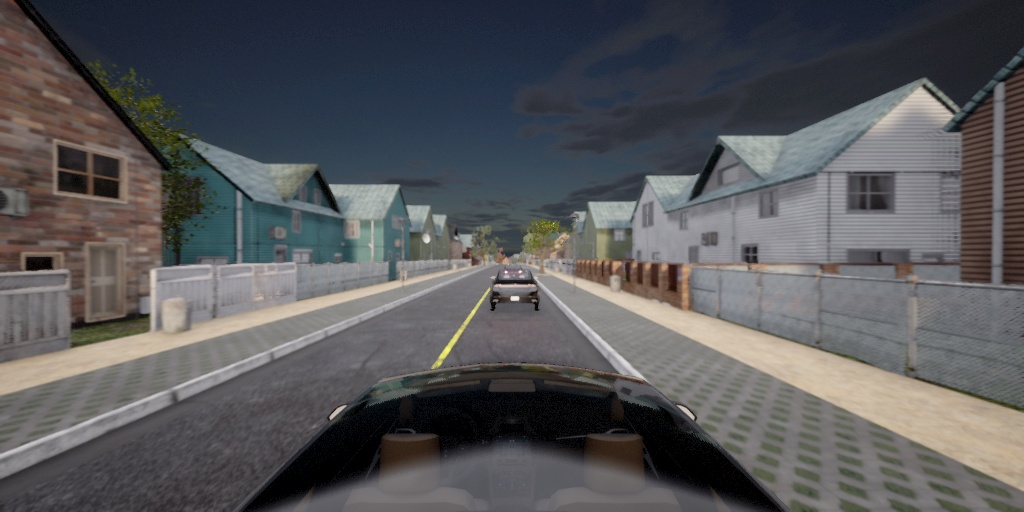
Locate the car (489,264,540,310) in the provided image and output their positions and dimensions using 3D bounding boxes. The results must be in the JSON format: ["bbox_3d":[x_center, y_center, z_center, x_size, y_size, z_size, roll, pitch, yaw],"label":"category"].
[{"bbox_3d":[0.101,1.248,14.706,2.128,1.511,4.902,0,0,0],"label":"car"}]
